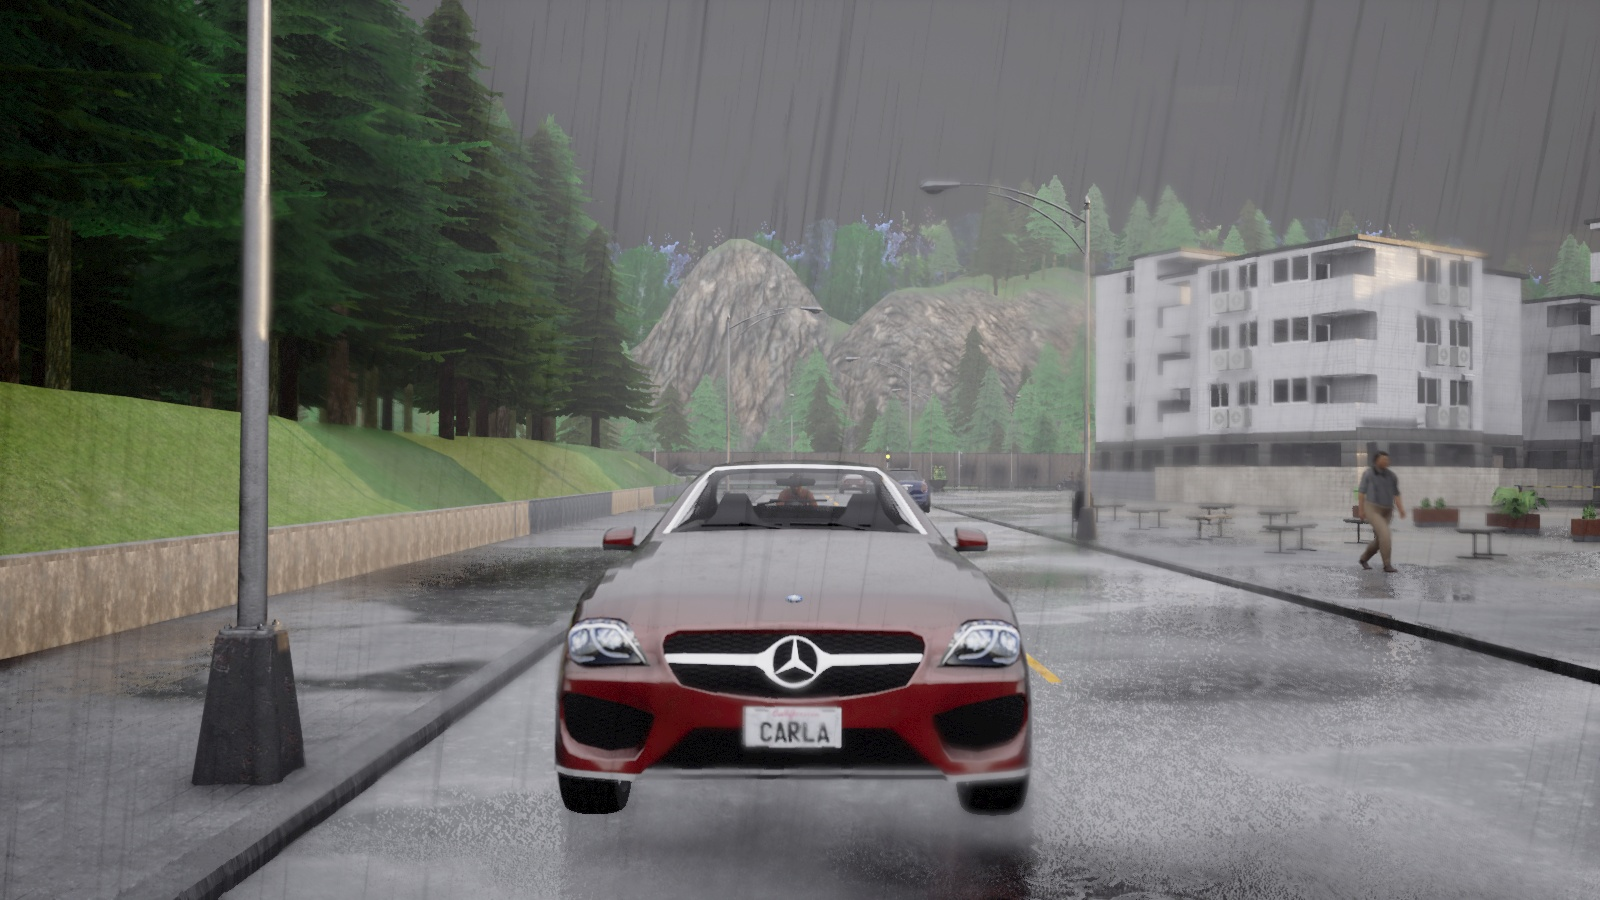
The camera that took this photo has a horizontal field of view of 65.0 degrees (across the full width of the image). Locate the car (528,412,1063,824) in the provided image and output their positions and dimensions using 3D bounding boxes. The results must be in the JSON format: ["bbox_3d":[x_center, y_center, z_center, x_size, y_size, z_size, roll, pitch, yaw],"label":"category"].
[{"bbox_3d":[-0.023,0.721,7.578,2.152,1.651,5.027,0,-1,0],"label":"car"}]

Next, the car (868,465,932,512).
[{"bbox_3d":[3.860,1.481,49.168,2.097,1.767,4.553,0,-1,0],"label":"car"}]

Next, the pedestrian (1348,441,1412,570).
[{"bbox_3d":[8.517,0.800,18.455,0.540,1.848,0.694,0,-1,-11],"label":"pedestrian"}]
